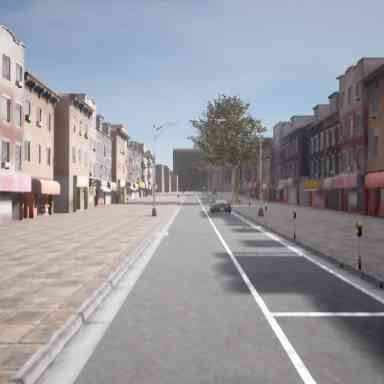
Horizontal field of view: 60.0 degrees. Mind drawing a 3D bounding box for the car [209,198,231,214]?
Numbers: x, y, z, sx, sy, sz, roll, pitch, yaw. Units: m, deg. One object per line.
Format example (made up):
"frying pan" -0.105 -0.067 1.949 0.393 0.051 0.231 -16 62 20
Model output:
"car" 2.750 1.339 32.561 1.812 1.442 4.674 0 1 0
